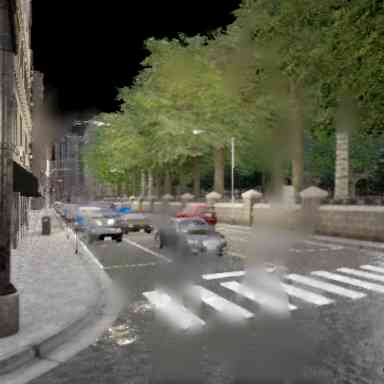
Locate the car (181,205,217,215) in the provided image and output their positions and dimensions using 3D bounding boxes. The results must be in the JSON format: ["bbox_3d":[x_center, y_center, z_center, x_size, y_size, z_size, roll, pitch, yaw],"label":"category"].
[{"bbox_3d":[0.359,2.019,27.678,2.192,1.841,5.009,1,-2,-24],"label":"car"}]

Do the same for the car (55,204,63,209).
[{"bbox_3d":[-34.617,3.767,86.455,1.887,1.381,4.507,1,-2,-24],"label":"car"}]

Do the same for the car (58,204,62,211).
[{"bbox_3d":[-18.763,2.904,50.153,1.802,1.307,4.206,1,-2,-24],"label":"car"}]

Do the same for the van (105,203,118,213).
[{"bbox_3d":[-15.489,2.983,63.962,1.690,1.788,3.998,1,-2,-24],"label":"van"}]

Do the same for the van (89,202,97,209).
[{"bbox_3d":[-26.808,3.619,89.880,1.690,1.788,3.998,1,-2,-24],"label":"van"}]

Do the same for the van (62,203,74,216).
[{"bbox_3d":[-14.233,2.396,39.787,1.690,1.788,3.998,1,-2,-24],"label":"van"}]

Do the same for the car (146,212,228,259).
[{"bbox_3d":[-0.186,1.866,14.450,2.128,1.511,4.902,0,-2,-23],"label":"car"}]

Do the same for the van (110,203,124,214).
[{"bbox_3d":[-13.225,2.852,58.779,1.690,1.788,3.998,1,-2,-24],"label":"van"}]

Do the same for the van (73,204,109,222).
[{"bbox_3d":[-7.438,1.988,24.230,1.690,1.788,3.998,0,-2,-24],"label":"van"}]

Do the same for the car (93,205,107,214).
[{"bbox_3d":[-16.624,3.059,60.130,1.837,1.490,4.892,0,-1,-23],"label":"car"}]

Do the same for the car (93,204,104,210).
[{"bbox_3d":[-22.281,3.572,79.508,1.887,1.381,4.507,1,-2,-24],"label":"car"}]

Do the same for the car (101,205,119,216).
[{"bbox_3d":[-12.506,2.819,50.710,1.837,1.490,4.892,0,-2,-24],"label":"car"}]

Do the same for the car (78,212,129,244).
[{"bbox_3d":[-5.172,2.075,19.039,1.947,1.339,4.313,0,-2,-24],"label":"car"}]

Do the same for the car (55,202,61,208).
[{"bbox_3d":[-25.557,3.030,65.717,2.192,1.841,5.009,1,-2,-24],"label":"car"}]

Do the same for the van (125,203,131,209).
[{"bbox_3d":[-10.961,2.720,53.595,1.690,1.788,3.998,1,-2,-24],"label":"van"}]

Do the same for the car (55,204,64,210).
[{"bbox_3d":[-32.353,3.663,81.269,1.947,1.339,4.313,1,-2,-24],"label":"car"}]

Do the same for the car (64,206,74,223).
[{"bbox_3d":[-11.967,2.465,34.596,1.887,1.381,4.507,1,-2,-24],"label":"car"}]

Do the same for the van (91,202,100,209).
[{"bbox_3d":[-24.544,3.494,84.697,1.690,1.788,3.998,1,-2,-24],"label":"van"}]

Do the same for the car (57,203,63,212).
[{"bbox_3d":[-21.028,2.999,55.339,1.887,1.381,4.507,1,-2,-24],"label":"car"}]

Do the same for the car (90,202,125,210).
[{"bbox_3d":[-8.946,2.132,34.590,2.150,2.045,5.566,0,-2,-24],"label":"car"}]

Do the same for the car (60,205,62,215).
[{"bbox_3d":[-16.497,2.771,44.967,1.802,1.307,4.206,1,-2,-24],"label":"car"}]

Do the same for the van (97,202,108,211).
[{"bbox_3d":[-20.017,3.241,74.329,1.690,1.788,3.998,1,-2,-24],"label":"van"}]

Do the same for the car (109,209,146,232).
[{"bbox_3d":[-4.279,2.174,23.880,2.033,1.411,5.357,0,-2,-24],"label":"car"}]
